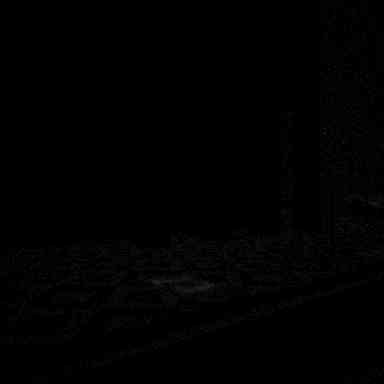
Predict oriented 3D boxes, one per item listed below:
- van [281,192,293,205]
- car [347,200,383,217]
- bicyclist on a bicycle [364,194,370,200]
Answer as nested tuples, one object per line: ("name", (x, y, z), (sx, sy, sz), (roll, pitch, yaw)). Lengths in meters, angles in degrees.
("van", (12.199, 0.930, 46.548), (1.690, 1.788, 3.998), (1, 0, -36))
("car", (14.771, 1.366, 28.275), (2.008, 1.369, 4.403), (1, 0, -36))
("bicyclist on a bicycle", (20.789, 1.029, 39.608), (1.656, 1.620, 0.582), (0, 1, -36))
